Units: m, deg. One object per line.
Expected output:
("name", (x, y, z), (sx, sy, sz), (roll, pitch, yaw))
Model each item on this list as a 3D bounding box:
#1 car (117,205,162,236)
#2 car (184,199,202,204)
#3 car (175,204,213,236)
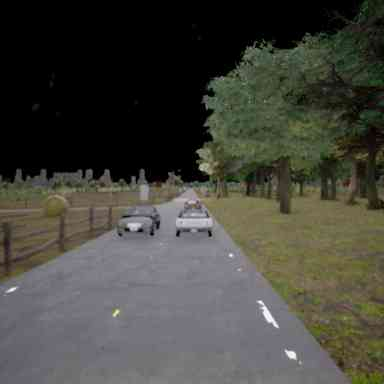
("car", (-2.748, 1.485, 18.176), (2.128, 1.511, 4.902), (0, 0, 0))
("car", (0.113, 1.473, 34.355), (1.812, 1.442, 4.674), (0, 0, 0))
("car", (0.102, 1.581, 18.317), (1.895, 1.301, 4.718), (0, 0, 0))
